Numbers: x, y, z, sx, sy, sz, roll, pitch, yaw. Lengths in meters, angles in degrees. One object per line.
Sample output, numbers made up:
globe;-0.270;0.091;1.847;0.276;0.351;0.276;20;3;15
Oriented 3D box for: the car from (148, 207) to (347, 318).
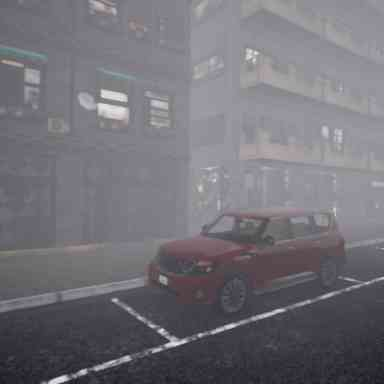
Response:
car;1.522;1.311;7.625;5.009;1.841;2.192;0;1;-35
